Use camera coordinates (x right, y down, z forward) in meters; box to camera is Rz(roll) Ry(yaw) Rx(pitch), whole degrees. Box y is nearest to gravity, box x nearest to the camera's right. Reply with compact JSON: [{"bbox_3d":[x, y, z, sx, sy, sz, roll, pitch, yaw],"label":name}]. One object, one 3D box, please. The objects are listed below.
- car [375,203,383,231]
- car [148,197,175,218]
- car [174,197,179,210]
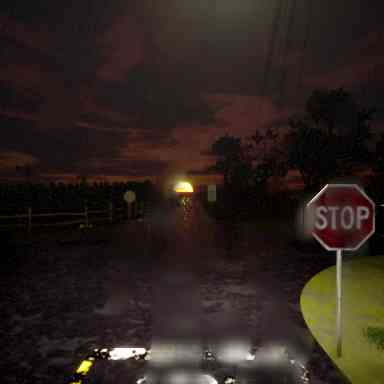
[{"bbox_3d":[8.647,1.325,16.749,4.892,1.490,1.837,-1,0,6],"label":"car"},{"bbox_3d":[-2.875,1.520,30.657,1.837,1.490,4.892,0,0,1],"label":"car"},{"bbox_3d":[-2.852,1.529,40.190,1.837,1.490,4.892,0,0,0],"label":"car"}]
